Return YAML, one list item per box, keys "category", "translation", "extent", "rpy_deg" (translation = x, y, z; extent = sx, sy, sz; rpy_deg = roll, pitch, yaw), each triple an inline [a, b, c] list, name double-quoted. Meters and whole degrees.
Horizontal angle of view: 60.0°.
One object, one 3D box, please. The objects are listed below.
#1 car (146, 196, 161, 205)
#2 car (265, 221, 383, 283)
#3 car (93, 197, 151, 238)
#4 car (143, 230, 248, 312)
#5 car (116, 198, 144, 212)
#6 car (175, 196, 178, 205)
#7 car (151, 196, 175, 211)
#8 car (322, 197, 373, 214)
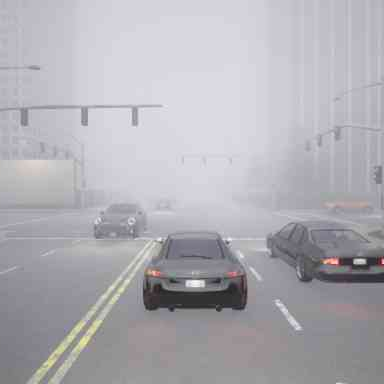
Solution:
- category: "car"
  translation: [-7.061, 1.547, 61.497]
  extent: [2.033, 1.411, 5.357]
  rpy_deg: [0, 0, 0]
- category: "car"
  translation: [3.582, 1.547, 9.679]
  extent: [2.033, 1.411, 5.357]
  rpy_deg: [0, 0, -1]
- category: "car"
  translation: [-3.602, 1.334, 17.415]
  extent: [2.097, 1.767, 4.553]
  rpy_deg: [0, 1, 0]
- category: "car"
  translation: [0.061, 1.564, 7.796]
  extent: [1.994, 1.385, 4.181]
  rpy_deg: [0, 0, 0]
- category: "car"
  translation: [-7.417, 1.492, 40.557]
  extent: [2.128, 1.511, 4.902]
  rpy_deg: [0, 0, 5]
- category: "car"
  translation: [-3.582, 1.504, 59.556]
  extent: [1.837, 1.490, 4.892]
  rpy_deg: [0, 0, 0]
- category: "car"
  translation: [-3.478, 1.491, 40.894]
  extent: [2.128, 1.511, 4.902]
  rpy_deg: [0, 0, -2]
- category: "car"
  translation: [15.493, 1.297, 33.285]
  extent: [4.553, 1.767, 2.097]
  rpy_deg: [0, 0, 0]
